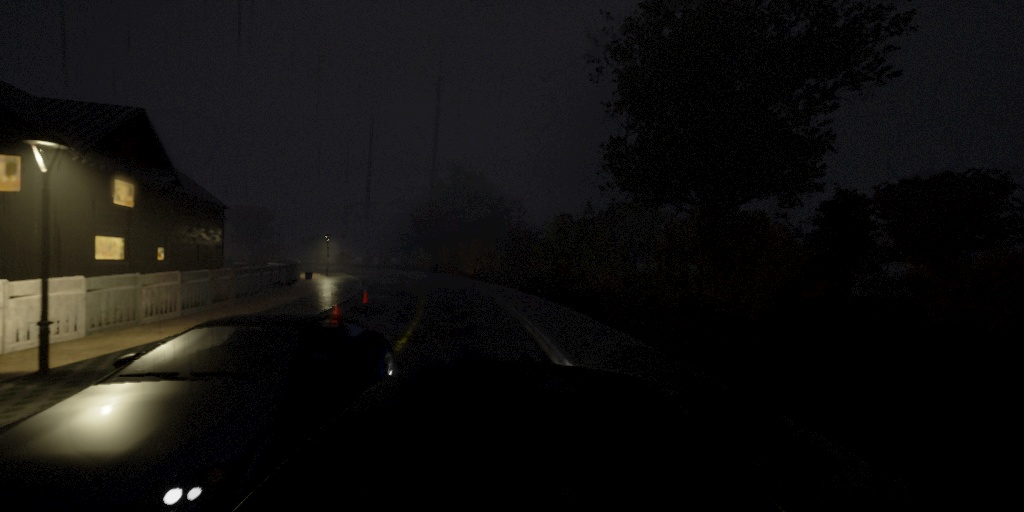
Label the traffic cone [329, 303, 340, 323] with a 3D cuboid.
[{"bbox_3d":[-5.519,1.778,11.284,0.340,0.580,0.340,0,0,-10],"label":"traffic cone"}]

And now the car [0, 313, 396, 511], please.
[{"bbox_3d":[-2.631,1.336,3.696,1.994,1.385,4.181,0,0,-3],"label":"car"}]

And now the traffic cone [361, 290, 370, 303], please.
[{"bbox_3d":[-6.537,1.791,15.983,0.340,0.580,0.340,0,0,-14],"label":"traffic cone"}]
